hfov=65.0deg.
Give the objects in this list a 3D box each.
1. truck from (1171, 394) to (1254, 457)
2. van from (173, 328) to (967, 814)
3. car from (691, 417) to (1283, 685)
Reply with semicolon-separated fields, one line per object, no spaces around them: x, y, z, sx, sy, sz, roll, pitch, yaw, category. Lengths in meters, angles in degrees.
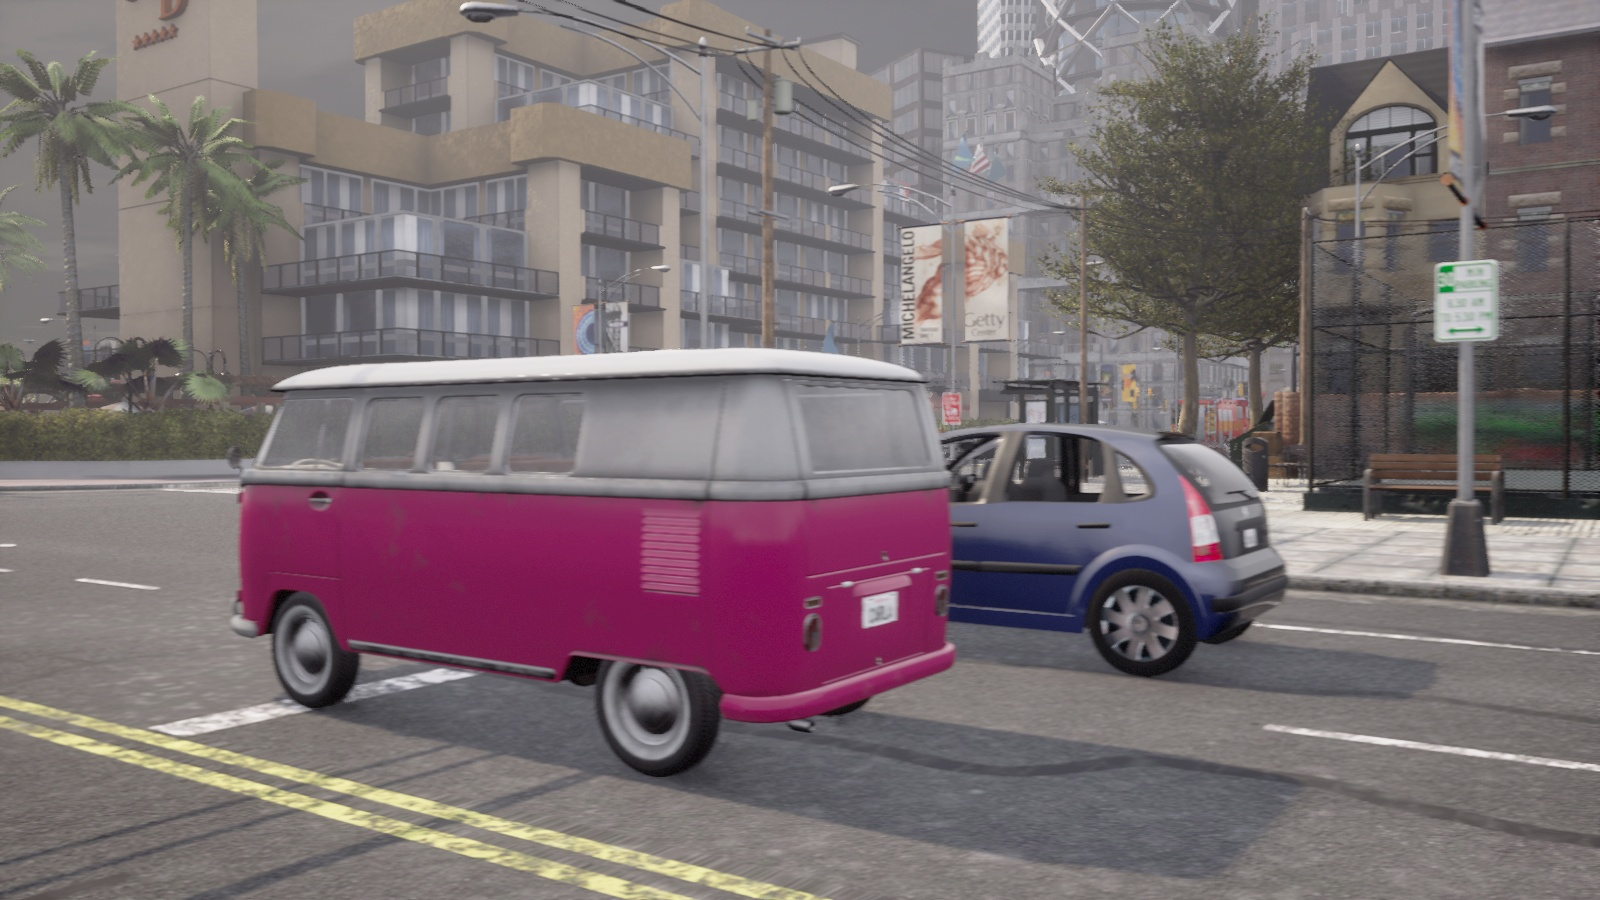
26.591;-1.527;80.615;2.891;3.827;8.468;1;1;34;truck
-1.466;0.460;7.108;4.442;1.987;1.775;1;1;34;van
1.324;0.578;9.447;3.988;1.617;1.851;1;1;34;car
